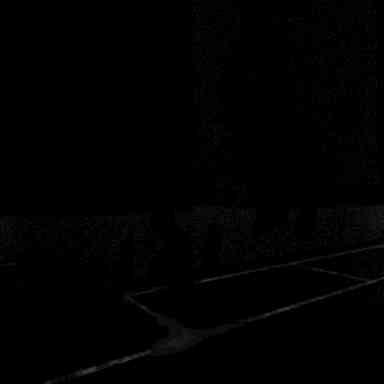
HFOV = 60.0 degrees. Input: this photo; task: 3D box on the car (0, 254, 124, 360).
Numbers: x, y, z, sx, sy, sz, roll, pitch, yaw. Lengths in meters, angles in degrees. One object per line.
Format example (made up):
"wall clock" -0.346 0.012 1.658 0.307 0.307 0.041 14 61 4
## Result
"car" -3.012 1.582 4.499 4.206 1.307 1.802 0 0 -36
